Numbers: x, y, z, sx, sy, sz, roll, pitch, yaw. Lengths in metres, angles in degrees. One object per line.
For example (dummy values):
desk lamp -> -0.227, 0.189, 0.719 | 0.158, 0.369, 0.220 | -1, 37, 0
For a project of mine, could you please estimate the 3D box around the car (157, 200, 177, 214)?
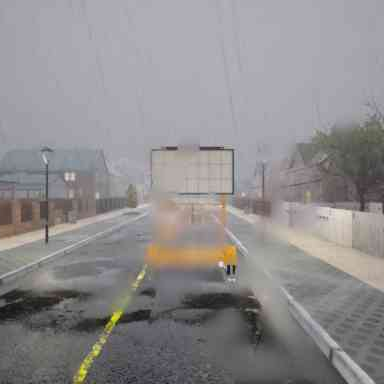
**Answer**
car -> -2.730, 1.627, 36.788 | 1.994, 1.385, 4.181 | 0, 0, 0

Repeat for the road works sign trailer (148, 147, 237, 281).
road works sign trailer -> 0.019, 0.471, 9.835 | 2.380, 3.560, 2.880 | 0, 0, 0
